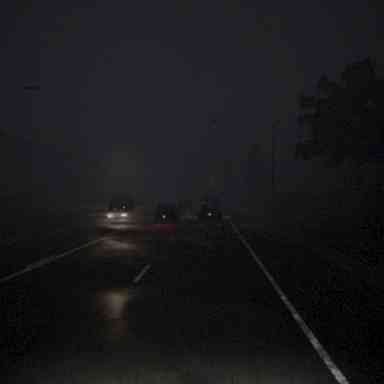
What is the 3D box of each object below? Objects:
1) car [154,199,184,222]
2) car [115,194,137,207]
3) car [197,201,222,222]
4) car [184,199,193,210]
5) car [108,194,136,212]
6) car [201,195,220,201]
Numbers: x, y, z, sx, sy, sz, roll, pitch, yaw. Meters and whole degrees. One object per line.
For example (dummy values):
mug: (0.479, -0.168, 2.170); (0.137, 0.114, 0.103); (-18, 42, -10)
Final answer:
car: (-2.000, 1.610, 27.816); (1.837, 1.490, 4.892); (0, 0, 3)
car: (-11.053, 1.365, 56.233); (2.150, 2.045, 5.566); (0, 0, 4)
car: (1.494, 1.695, 27.764); (1.994, 1.385, 4.181); (0, 0, 4)
car: (-0.938, 1.677, 46.698); (2.128, 1.511, 4.902); (0, 0, 3)
car: (-8.484, 1.322, 40.491); (2.150, 2.045, 5.566); (0, 0, 3)
car: (2.325, 1.418, 42.348); (2.150, 2.045, 5.566); (0, 0, 3)
